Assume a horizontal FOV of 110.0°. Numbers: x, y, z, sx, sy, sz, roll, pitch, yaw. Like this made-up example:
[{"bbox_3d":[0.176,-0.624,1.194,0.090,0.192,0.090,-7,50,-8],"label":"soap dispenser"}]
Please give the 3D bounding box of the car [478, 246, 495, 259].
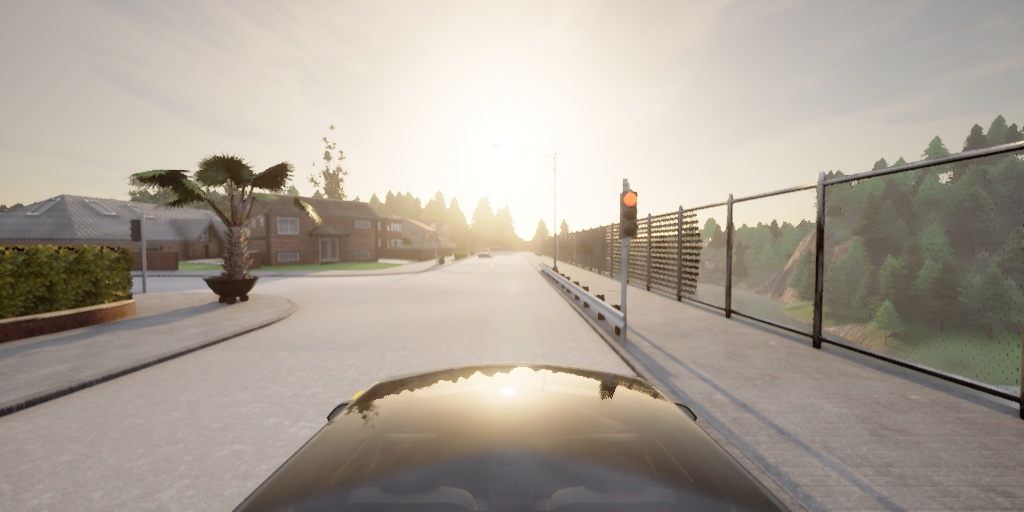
[{"bbox_3d":[-4.030,-0.335,53.605,1.837,1.490,4.892,0,3,0],"label":"car"}]
